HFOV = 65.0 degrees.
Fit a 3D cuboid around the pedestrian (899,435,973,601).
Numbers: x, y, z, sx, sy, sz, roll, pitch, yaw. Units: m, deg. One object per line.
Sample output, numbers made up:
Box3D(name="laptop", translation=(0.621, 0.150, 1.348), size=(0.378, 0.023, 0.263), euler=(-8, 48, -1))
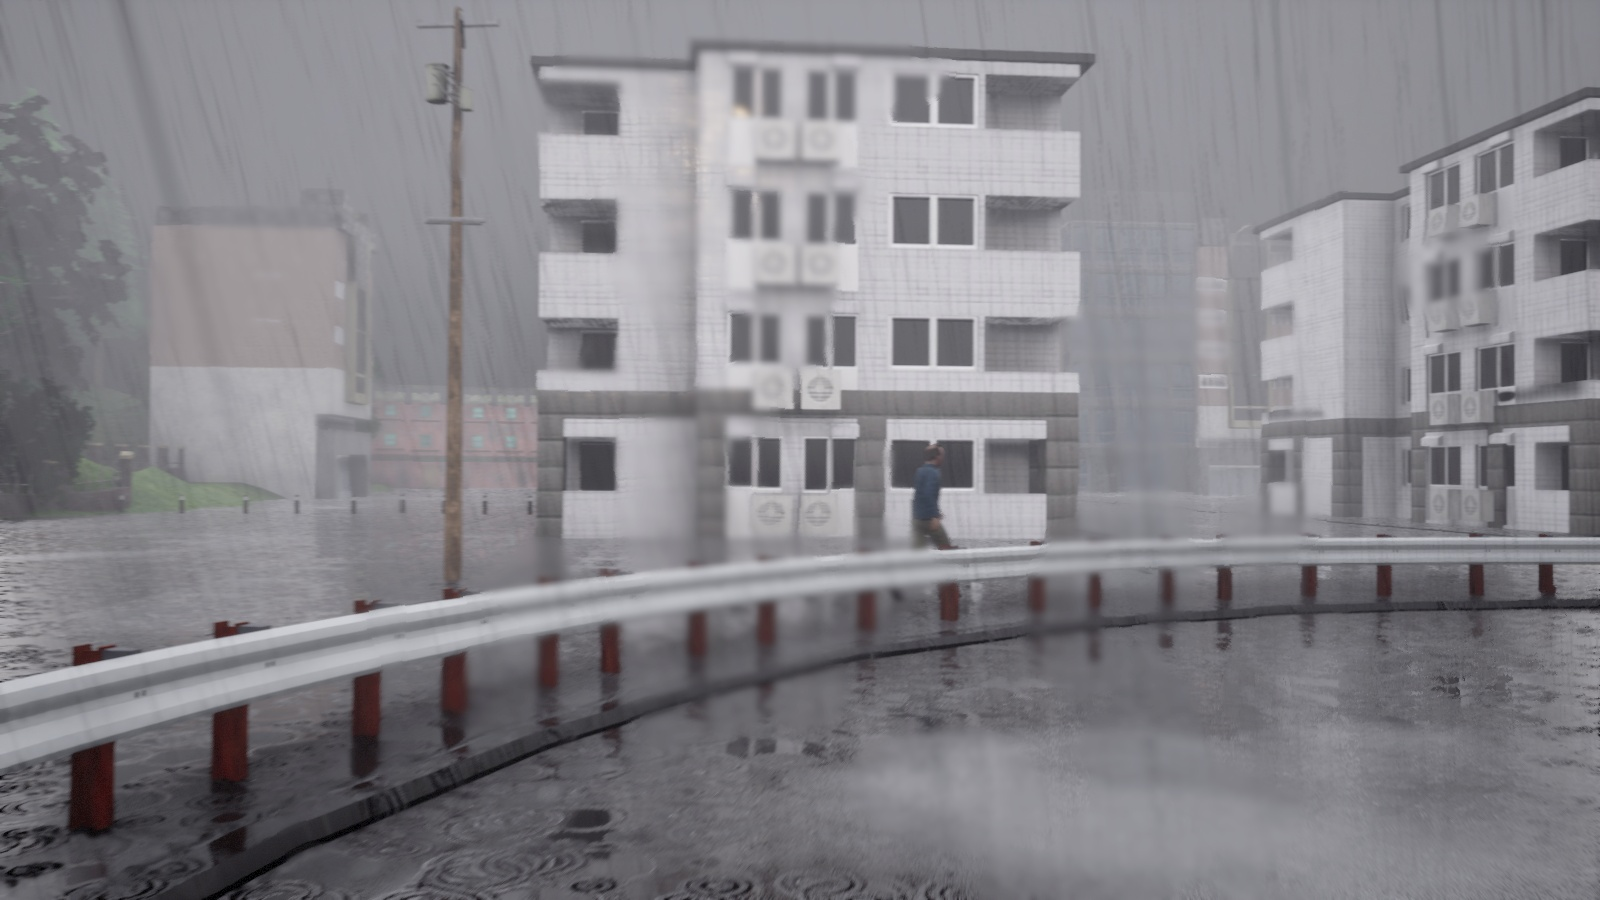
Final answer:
Box3D(name="pedestrian", translation=(1.536, 0.756, 14.225), size=(0.726, 1.842, 0.402), euler=(0, -1, -28))
